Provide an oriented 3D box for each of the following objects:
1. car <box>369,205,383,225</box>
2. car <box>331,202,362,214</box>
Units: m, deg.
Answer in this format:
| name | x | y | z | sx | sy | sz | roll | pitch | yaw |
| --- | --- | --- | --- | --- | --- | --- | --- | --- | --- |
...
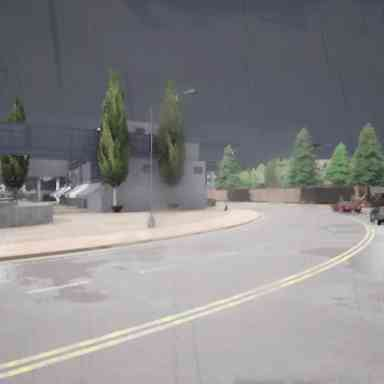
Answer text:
| name | x | y | z | sx | sy | sz | roll | pitch | yaw |
| --- | --- | --- | --- | --- | --- | --- | --- | --- | --- |
| car | 14.338 | 1.628 | 24.358 | 1.994 | 1.385 | 4.181 | 0 | 0 | 21 |
| car | 17.131 | 1.721 | 37.173 | 1.895 | 1.301 | 4.718 | 0 | 0 | 5 |
